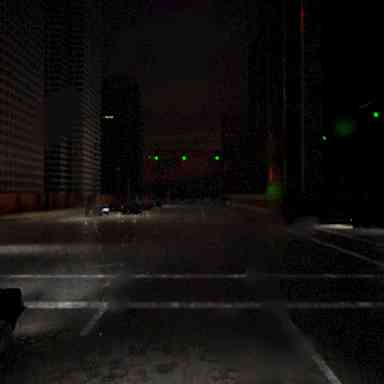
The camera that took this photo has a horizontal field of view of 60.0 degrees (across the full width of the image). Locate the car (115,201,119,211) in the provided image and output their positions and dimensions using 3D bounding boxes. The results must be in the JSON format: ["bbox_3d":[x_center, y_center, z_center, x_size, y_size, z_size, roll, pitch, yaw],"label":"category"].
[{"bbox_3d":[-10.815,2.132,48.099,1.837,1.490,4.892,0,0,0],"label":"car"}]

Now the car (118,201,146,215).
[{"bbox_3d":[-7.390,2.045,41.416,1.837,1.490,4.892,0,-1,1],"label":"car"}]

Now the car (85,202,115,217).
[{"bbox_3d":[-10.914,1.996,38.571,2.128,1.511,4.902,0,-1,0],"label":"car"}]

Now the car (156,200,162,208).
[{"bbox_3d":[-7.016,2.364,65.903,1.837,1.490,4.892,0,-1,1],"label":"car"}]

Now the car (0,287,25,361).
[{"bbox_3d":[-3.443,1.642,2.977,1.895,1.301,4.718,0,-1,-1],"label":"car"}]

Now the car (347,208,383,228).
[{"bbox_3d":[13.847,1.884,24.795,4.181,1.385,1.994,0,-1,0],"label":"car"}]

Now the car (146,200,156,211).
[{"bbox_3d":[-7.265,2.277,51.850,1.895,1.301,4.718,0,-1,1],"label":"car"}]

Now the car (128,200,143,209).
[{"bbox_3d":[-10.586,2.341,62.538,1.812,1.442,4.674,0,0,1],"label":"car"}]
